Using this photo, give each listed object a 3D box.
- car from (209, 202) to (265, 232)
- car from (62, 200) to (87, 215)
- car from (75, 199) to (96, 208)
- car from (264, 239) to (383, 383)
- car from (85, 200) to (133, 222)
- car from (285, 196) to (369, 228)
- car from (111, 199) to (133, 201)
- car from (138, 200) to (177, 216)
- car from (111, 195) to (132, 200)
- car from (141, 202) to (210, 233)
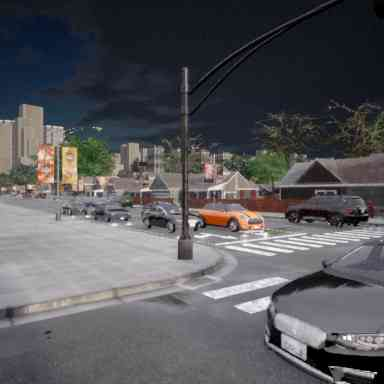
[{"bbox_3d":[2.366,1.440,20.911,2.097,1.767,4.553,0,0,-36],"label":"car"},{"bbox_3d":[-13.105,1.730,37.033,1.837,1.490,4.892,0,0,-35],"label":"car"},{"bbox_3d":[-17.584,1.922,54.871,1.895,1.301,4.718,0,0,-35],"label":"car"},{"bbox_3d":[3.290,1.492,4.978,4.902,1.511,2.128,0,0,-29],"label":"car"},{"bbox_3d":[-7.092,1.710,28.556,2.033,1.411,5.357,0,0,-36],"label":"car"},{"bbox_3d":[9.127,1.293,22.942,2.150,2.045,5.566,0,0,-35],"label":"car"},{"bbox_3d":[-8.554,1.768,36.236,1.994,1.385,4.181,0,0,-35],"label":"car"},{"bbox_3d":[-3.736,1.659,35.400,1.882,1.535,5.008,0,0,-35],"label":"car"},{"bbox_3d":[-11.022,1.505,51.249,2.150,2.045,5.566,0,0,-35],"label":"car"},{"bbox_3d":[-1.377,1.592,20.540,2.128,1.511,4.902,0,0,-35],"label":"car"}]
